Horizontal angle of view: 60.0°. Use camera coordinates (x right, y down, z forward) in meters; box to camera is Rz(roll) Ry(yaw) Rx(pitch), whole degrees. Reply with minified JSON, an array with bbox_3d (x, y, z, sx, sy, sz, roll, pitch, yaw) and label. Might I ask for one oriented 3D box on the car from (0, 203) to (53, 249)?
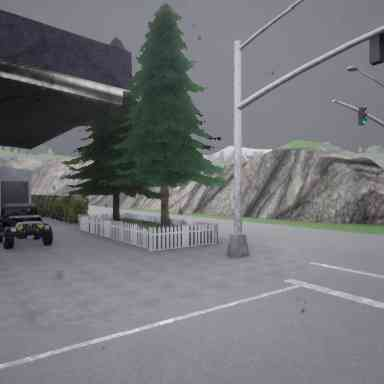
[{"bbox_3d":[-8.030,1.505,15.815,1.905,1.878,3.866,0,0,-37],"label":"car"}]
